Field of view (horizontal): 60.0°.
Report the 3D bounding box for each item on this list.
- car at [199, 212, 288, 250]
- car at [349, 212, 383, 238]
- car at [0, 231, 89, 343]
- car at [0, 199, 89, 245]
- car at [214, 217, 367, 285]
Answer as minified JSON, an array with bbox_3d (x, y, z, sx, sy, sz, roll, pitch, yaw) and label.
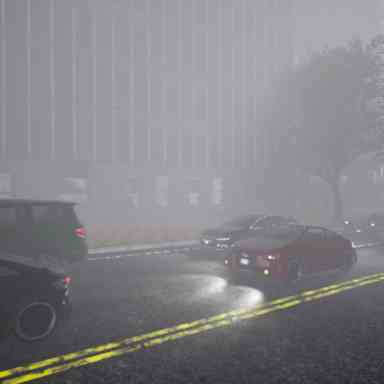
[{"bbox_3d":[2.517,1.594,13.415,4.892,1.490,1.837,1,0,-35],"label":"car"},{"bbox_3d":[10.801,1.816,19.244,4.718,1.301,1.895,1,0,-35],"label":"car"},{"bbox_3d":[-3.970,1.537,4.873,4.181,1.385,1.994,1,0,-35],"label":"car"},{"bbox_3d":[-5.328,1.193,7.888,5.566,2.045,2.150,1,0,-35],"label":"car"},{"bbox_3d":[2.980,1.642,9.772,4.181,1.385,1.994,1,0,-36],"label":"car"}]
